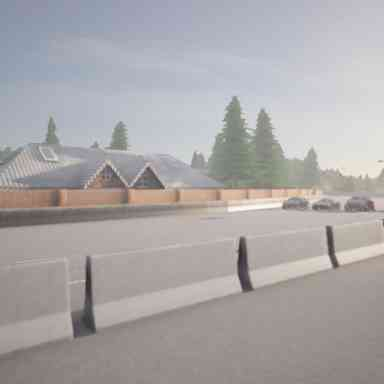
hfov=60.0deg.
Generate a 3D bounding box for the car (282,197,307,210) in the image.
[{"bbox_3d":[12.366,1.331,39.476,1.837,1.490,4.892,0,0,41],"label":"car"}]

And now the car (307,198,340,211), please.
[{"bbox_3d":[15.233,1.358,37.404,2.033,1.411,5.357,0,0,41],"label":"car"}]

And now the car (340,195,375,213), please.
[{"bbox_3d":[17.544,1.152,34.790,2.097,1.767,4.553,0,0,41],"label":"car"}]
